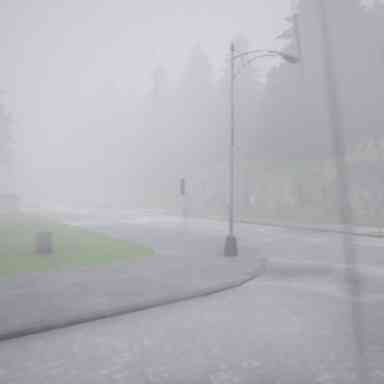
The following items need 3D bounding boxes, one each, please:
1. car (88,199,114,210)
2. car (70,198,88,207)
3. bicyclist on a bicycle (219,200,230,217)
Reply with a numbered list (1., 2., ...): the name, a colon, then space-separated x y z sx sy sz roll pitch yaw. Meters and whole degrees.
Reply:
1. car: -12.336 1.680 45.738 1.812 1.442 4.674 1 0 -35
2. car: -18.078 1.701 53.742 2.033 1.411 5.357 1 0 -35
3. bicyclist on a bicycle: 3.157 1.543 31.226 1.656 1.620 0.582 0 0 -35
